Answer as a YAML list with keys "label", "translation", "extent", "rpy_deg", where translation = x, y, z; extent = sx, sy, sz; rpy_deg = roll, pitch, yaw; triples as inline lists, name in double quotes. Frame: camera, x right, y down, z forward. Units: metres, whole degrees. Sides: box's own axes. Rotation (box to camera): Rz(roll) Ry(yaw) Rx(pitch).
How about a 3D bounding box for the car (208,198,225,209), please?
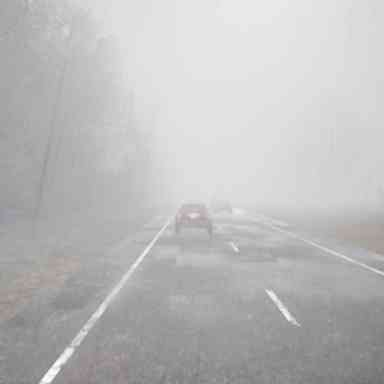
- label: "car"
  translation: [3.425, 1.597, 47.901]
  extent: [2.033, 1.411, 5.357]
  rpy_deg: [0, 0, 0]

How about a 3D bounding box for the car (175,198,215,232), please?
- label: "car"
  translation: [0.074, 1.381, 20.223]
  extent: [2.097, 1.767, 4.553]
  rpy_deg: [0, 0, 0]

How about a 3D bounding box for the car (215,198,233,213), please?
- label: "car"
  translation: [3.443, 1.585, 37.079]
  extent: [2.033, 1.411, 5.357]
  rpy_deg: [0, 0, 0]

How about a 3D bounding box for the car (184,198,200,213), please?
- label: "car"
  translation: [0.037, 1.560, 40.215]
  extent: [1.837, 1.490, 4.892]
  rpy_deg: [0, 1, 0]
